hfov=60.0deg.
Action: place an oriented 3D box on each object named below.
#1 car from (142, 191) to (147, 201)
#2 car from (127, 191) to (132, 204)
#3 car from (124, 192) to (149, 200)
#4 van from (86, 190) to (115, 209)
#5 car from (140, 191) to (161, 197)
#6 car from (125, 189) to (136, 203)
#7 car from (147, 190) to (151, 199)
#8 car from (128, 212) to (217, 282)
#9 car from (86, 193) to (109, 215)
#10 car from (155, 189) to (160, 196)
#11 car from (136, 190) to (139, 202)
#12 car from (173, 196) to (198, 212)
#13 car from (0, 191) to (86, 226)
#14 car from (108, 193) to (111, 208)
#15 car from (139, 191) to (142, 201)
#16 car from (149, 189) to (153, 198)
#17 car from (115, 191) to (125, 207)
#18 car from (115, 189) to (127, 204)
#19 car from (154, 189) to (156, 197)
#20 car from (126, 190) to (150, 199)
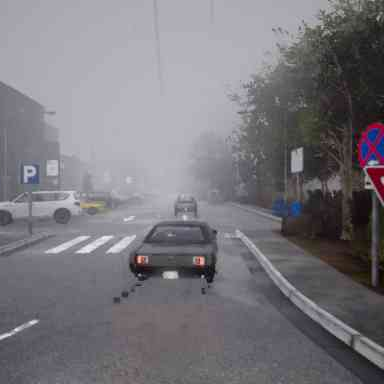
[{"bbox_3d":[-10.738,0.587,54.087,5.566,2.045,2.435,-1,0,-21],"label":"car"},{"bbox_3d":[-10.446,1.008,42.070,4.674,1.452,2.002,-1,0,-22],"label":"car"},{"bbox_3d":[-11.070,0.764,66.079,4.674,1.452,2.002,-1,1,-22],"label":"car"},{"bbox_3d":[-10.306,0.847,33.011,4.442,1.987,1.878,-1,1,-22],"label":"van"},{"bbox_3d":[-11.674,0.500,93.148,5.366,1.575,1.946,-1,0,-22],"label":"car"},{"bbox_3d":[-10.494,0.809,45.077,4.553,1.767,2.185,-1,1,-22],"label":"car"},{"bbox_3d":[-10.745,0.774,60.150,5.366,1.575,1.946,-1,0,-21],"label":"car"},{"bbox_3d":[-0.259,1.462,9.316,1.895,1.301,4.718,0,1,5],"label":"car"},{"bbox_3d":[-9.847,1.134,27.126,5.366,1.575,1.946,-1,0,-22],"label":"car"},{"bbox_3d":[-11.668,0.553,87.080,4.892,1.521,2.231,-1,0,-22],"label":"car"},{"bbox_3d":[-10.573,0.776,48.077,4.553,1.767,2.185,-1,1,-21],"label":"car"},{"bbox_3d":[-0.557,1.128,28.870,2.128,1.511,4.902,0,1,-1],"label":"car"},{"bbox_3d":[-9.860,0.958,21.028,5.566,2.045,2.435,-1,1,-22],"label":"car"},{"bbox_3d":[-10.114,1.145,30.062,4.674,1.452,2.002,-1,0,-22],"label":"car"},{"bbox_3d":[-10.658,0.899,51.091,4.792,1.488,2.163,-1,0,-22],"label":"car"},{"bbox_3d":[-10.985,0.500,63.100,5.566,2.045,2.435,-1,0,-22],"label":"car"},{"bbox_3d":[-10.273,1.036,36.061,5.008,1.535,2.097,-1,1,-22],"label":"car"},{"bbox_3d":[-10.397,0.877,39.060,4.553,1.767,2.185,-1,0,-22],"label":"car"},{"bbox_3d":[-11.288,0.675,75.094,4.792,1.488,2.163,-1,0,-22],"label":"car"},{"bbox_3d":[-11.185,0.572,69.072,4.553,1.767,2.185,-1,0,-22],"label":"car"}]
